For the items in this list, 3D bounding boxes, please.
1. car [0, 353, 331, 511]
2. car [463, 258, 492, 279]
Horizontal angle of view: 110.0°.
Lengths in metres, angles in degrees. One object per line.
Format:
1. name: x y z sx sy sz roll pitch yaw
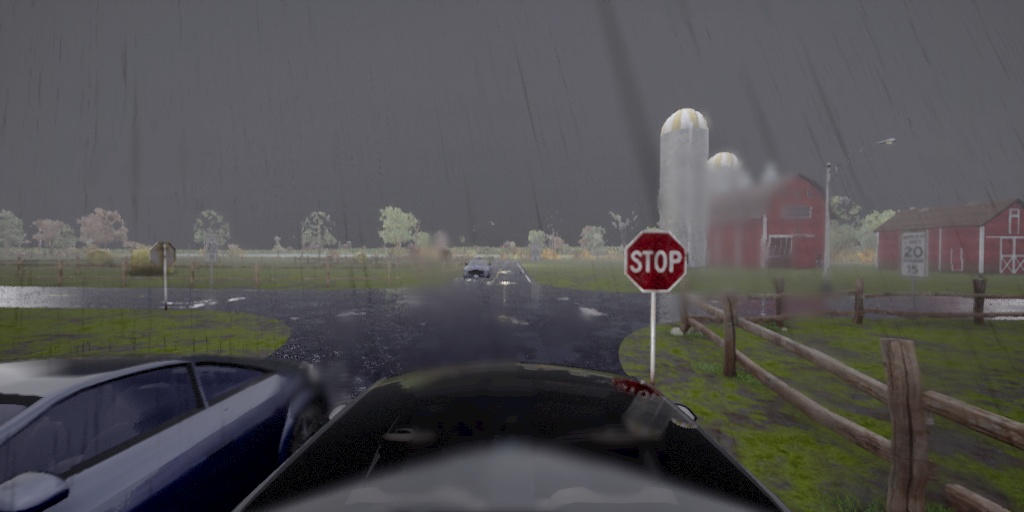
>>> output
1. car: -2.750 1.314 1.794 1.994 1.385 4.181 0 0 0
2. car: -2.798 0.967 30.095 2.097 1.767 4.553 0 0 0
